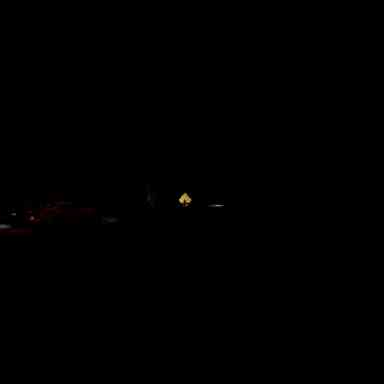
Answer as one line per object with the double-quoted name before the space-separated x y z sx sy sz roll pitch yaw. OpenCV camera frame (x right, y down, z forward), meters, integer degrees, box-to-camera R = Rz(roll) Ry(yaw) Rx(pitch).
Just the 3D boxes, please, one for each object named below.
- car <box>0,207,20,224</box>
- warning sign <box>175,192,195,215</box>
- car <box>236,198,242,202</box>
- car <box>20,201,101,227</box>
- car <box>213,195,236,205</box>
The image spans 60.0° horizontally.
"car" -11.250 1.415 23.957 1.812 1.442 4.674 0 0 32
"warning sign" -0.549 0.952 27.784 1.300 1.860 1.060 0 0 31
"car" 8.826 1.248 49.780 1.895 1.301 4.718 0 1 33
"car" -8.209 1.375 21.908 1.882 1.535 5.008 0 0 30
"car" 5.224 1.196 50.814 2.033 1.411 5.357 0 1 33
